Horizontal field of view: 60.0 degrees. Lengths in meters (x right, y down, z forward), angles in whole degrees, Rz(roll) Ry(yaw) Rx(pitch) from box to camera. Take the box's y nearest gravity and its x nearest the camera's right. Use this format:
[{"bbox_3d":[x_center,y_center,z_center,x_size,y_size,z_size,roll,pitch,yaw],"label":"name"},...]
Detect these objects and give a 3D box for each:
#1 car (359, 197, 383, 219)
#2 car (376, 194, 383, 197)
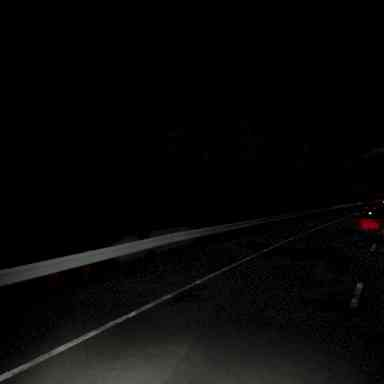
[{"bbox_3d":[16.160,1.505,29.524,1.837,1.490,4.892,0,0,35],"label":"car"},{"bbox_3d":[22.247,1.221,38.043,2.150,2.045,5.566,0,0,36],"label":"car"}]
